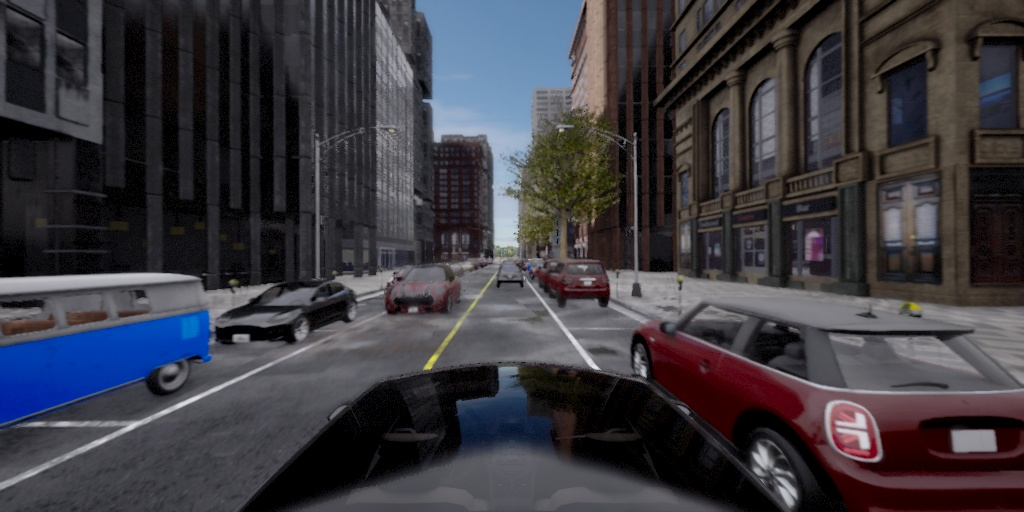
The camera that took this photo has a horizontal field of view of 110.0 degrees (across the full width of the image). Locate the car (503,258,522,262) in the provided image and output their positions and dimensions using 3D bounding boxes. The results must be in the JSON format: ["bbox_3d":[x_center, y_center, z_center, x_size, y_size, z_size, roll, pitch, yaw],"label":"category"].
[{"bbox_3d":[-0.301,1.196,39.553,2.097,1.767,4.553,0,0,0],"label":"car"}]

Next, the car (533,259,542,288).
[{"bbox_3d":[2.687,1.091,21.085,2.192,1.841,5.009,0,0,-1],"label":"car"}]

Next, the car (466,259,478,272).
[{"bbox_3d":[-6.118,1.437,49.036,1.751,1.417,4.829,0,0,-1],"label":"car"}]

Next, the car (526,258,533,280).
[{"bbox_3d":[2.575,1.248,32.363,1.967,1.591,4.097,0,0,-1],"label":"car"}]

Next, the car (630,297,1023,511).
[{"bbox_3d":[2.856,1.177,4.168,1.967,1.591,4.097,0,0,-1],"label":"car"}]

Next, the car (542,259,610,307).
[{"bbox_3d":[2.744,1.076,15.446,2.192,1.841,5.009,0,0,-1],"label":"car"}]

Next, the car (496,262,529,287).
[{"bbox_3d":[-0.127,1.352,25.244,2.033,1.411,5.357,0,0,0],"label":"car"}]

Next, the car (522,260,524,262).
[{"bbox_3d":[2.406,1.442,49.280,1.802,1.307,4.207,0,0,-1],"label":"car"}]

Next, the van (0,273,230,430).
[{"bbox_3d":[-5.669,1.129,4.099,1.690,1.789,3.998,0,0,-1],"label":"van"}]

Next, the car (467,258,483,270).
[{"bbox_3d":[-6.175,1.251,54.842,2.192,1.841,5.009,0,0,-1],"label":"car"}]

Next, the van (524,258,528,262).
[{"bbox_3d":[2.518,1.164,38.003,1.690,1.789,3.998,0,0,-1],"label":"van"}]

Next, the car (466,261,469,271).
[{"bbox_3d":[-6.007,1.456,37.930,1.802,1.307,4.207,0,0,-1],"label":"car"}]

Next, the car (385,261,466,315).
[{"bbox_3d":[-3.196,1.145,13.776,2.097,1.767,4.553,0,0,0],"label":"car"}]

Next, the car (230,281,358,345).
[{"bbox_3d":[-5.725,1.364,9.736,1.948,1.339,4.313,0,0,-1],"label":"car"}]
